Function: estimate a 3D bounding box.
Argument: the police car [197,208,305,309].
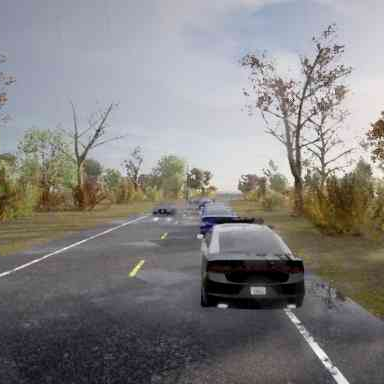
[{"bbox_3d":[1.144,1.427,8.081,1.930,1.638,5.238,0,0,1],"label":"police car"}]

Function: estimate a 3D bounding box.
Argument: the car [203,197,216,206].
[{"bbox_3d":[3.202,1.633,60.356,2.128,1.511,4.902,0,0,6],"label":"car"}]

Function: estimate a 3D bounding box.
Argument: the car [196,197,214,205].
[{"bbox_3d":[2.041,1.602,46.574,1.812,1.442,4.674,0,0,6],"label":"car"}]

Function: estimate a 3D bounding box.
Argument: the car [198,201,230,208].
[{"bbox_3d":[1.408,1.485,17.923,1.882,1.535,5.008,0,0,2],"label":"car"}]

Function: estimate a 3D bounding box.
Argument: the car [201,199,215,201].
[{"bbox_3d":[1.644,1.491,23.892,1.882,1.535,5.008,0,0,3],"label":"car"}]

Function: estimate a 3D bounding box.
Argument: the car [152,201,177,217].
[{"bbox_3d":[-2.567,1.592,32.081,1.994,1.385,4.181,0,0,3],"label":"car"}]

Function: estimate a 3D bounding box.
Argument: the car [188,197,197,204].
[{"bbox_3d":[0.332,1.658,65.387,2.128,1.511,4.902,0,0,6],"label":"car"}]
